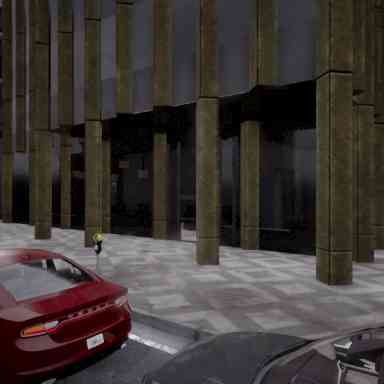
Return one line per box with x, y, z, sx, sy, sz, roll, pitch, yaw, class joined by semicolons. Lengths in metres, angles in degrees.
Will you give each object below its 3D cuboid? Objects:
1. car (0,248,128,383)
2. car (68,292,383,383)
-2.898;1.545;5.051;4.507;1.381;1.887;0;0;36;car
1.517;1.551;1.876;4.403;1.369;2.008;0;0;36;car
